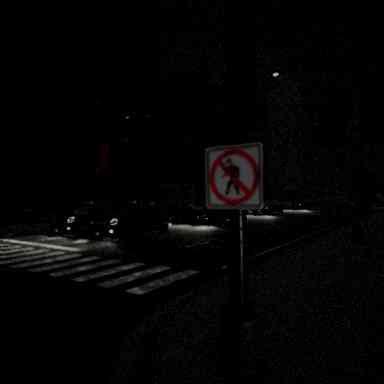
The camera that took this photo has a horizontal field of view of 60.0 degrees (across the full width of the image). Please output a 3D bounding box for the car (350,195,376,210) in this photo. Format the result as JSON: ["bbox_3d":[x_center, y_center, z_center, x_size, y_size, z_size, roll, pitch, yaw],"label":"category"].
[{"bbox_3d":[20.118,1.363,39.621,2.033,1.411,5.357,-1,0,35],"label":"car"}]

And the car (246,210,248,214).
[{"bbox_3d":[4.327,1.592,34.535,2.033,1.411,5.357,-1,0,35],"label":"car"}]

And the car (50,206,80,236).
[{"bbox_3d":[-6.061,1.502,19.866,2.097,1.767,4.553,-1,0,35],"label":"car"}]

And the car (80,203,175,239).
[{"bbox_3d":[-3.338,1.451,18.086,2.097,1.767,4.553,-1,0,35],"label":"car"}]

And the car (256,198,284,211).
[{"bbox_3d":[10.028,1.551,42.528,1.994,1.385,4.181,-1,0,36],"label":"car"}]

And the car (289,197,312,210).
[{"bbox_3d":[13.797,1.431,42.250,1.837,1.490,4.892,-1,0,34],"label":"car"}]

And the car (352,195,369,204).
[{"bbox_3d":[30.258,1.283,59.555,2.033,1.411,5.357,-1,0,34],"label":"car"}]

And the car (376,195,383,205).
[{"bbox_3d":[28.186,1.239,51.026,1.837,1.490,4.892,-1,0,36],"label":"car"}]

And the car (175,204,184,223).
[{"bbox_3d":[-1.068,1.664,26.923,1.994,1.385,4.181,-1,0,35],"label":"car"}]

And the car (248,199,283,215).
[{"bbox_3d":[7.757,1.513,33.747,1.812,1.442,4.674,-1,0,36],"label":"car"}]

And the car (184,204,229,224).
[{"bbox_3d":[1.801,1.553,25.340,1.837,1.490,4.892,-1,0,35],"label":"car"}]
